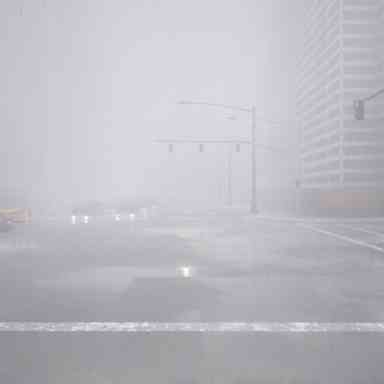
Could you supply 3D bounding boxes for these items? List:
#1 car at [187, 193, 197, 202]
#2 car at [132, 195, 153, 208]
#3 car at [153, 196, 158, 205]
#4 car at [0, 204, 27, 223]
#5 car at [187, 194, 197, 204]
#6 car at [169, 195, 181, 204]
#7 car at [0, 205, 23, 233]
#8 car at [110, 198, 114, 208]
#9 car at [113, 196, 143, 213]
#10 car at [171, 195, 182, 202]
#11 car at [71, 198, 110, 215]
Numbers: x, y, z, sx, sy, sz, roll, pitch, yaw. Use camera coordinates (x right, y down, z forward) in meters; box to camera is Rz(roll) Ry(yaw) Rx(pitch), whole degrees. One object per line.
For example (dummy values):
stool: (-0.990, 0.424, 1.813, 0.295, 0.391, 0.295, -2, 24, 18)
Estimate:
car: (0.056, 1.184, 74.484, 2.097, 1.767, 4.553, 0, 0, 0)
car: (-7.043, 1.505, 46.985, 1.837, 1.490, 4.892, 0, 0, 0)
car: (-7.023, 1.505, 57.255, 1.837, 1.490, 4.892, 0, 0, 0)
car: (-13.139, 1.477, 20.975, 5.008, 1.535, 1.882, 0, 0, 0)
car: (0.049, 1.547, 64.230, 2.033, 1.411, 5.357, 0, 0, 0)
car: (-3.451, 1.491, 64.233, 2.128, 1.511, 4.902, 0, 0, 0)
car: (-11.593, 1.564, 17.483, 4.181, 1.385, 1.994, 0, 0, 0)
car: (-10.558, 1.547, 44.410, 2.033, 1.411, 5.357, 0, 0, 0)
car: (-7.061, 1.526, 37.041, 1.812, 1.442, 4.674, 0, 0, 0)
car: (-3.444, 1.354, 74.517, 2.128, 1.511, 4.902, 0, 0, 0)
car: (-10.543, 1.547, 34.338, 2.033, 1.411, 5.357, 0, 0, 4)
